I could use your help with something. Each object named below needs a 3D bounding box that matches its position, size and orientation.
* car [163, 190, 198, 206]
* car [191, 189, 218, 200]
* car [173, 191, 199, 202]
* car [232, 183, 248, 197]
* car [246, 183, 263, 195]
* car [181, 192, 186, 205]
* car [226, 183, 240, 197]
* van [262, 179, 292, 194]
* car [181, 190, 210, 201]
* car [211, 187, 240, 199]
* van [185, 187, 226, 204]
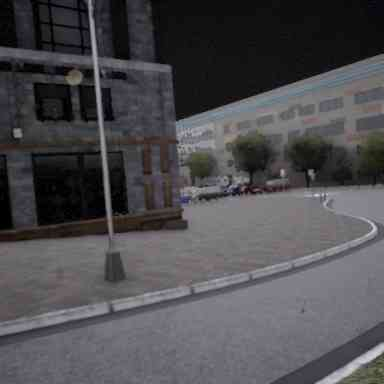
[{"bbox_3d":[-1.607,0.885,47.823,4.553,1.767,2.185,-7,1,-40],"label":"car"},{"bbox_3d":[2.357,0.485,62.344,4.792,1.488,2.163,-7,0,-40],"label":"car"},{"bbox_3d":[-1.185,0.875,66.648,4.792,1.488,2.163,-7,0,-40],"label":"car"},{"bbox_3d":[9.377,-0.314,53.762,5.008,1.535,2.097,-7,0,-40],"label":"car"},{"bbox_3d":[11.201,-0.465,51.600,4.792,1.488,2.163,-7,1,-40],"label":"car"},{"bbox_3d":[0.148,0.823,45.652,5.008,1.535,2.097,-7,1,-40],"label":"car"},{"bbox_3d":[7.593,-0.374,55.849,5.566,2.045,2.435,-7,0,-40],"label":"car"},{"bbox_3d":[13.011,-0.879,49.506,4.442,1.987,1.878,-7,1,-40],"label":"van"},{"bbox_3d":[0.702,0.633,64.595,5.366,1.575,1.946,-7,0,-40],"label":"car"},{"bbox_3d":[5.854,0.100,58.003,4.792,1.488,2.163,-7,0,-40],"label":"car"},{"bbox_3d":[1.799,0.438,43.440,4.442,1.987,1.878,-7,1,-40],"label":"van"}]
